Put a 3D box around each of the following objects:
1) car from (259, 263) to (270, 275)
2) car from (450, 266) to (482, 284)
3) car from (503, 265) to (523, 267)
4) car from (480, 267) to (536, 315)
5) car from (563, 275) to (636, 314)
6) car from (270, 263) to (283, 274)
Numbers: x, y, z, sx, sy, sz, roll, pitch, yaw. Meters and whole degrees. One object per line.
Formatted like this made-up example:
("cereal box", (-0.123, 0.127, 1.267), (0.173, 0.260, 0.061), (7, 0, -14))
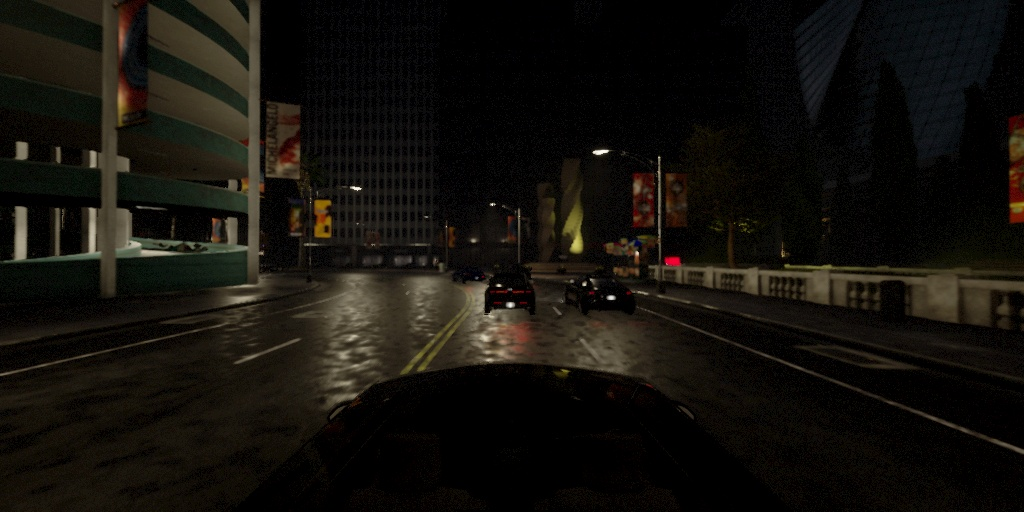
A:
("car", (-34.638, 1.688, 46.565), (4.892, 1.490, 1.837), (-1, -1, 11))
("car", (-3.669, 1.539, 29.860), (1.812, 1.442, 4.674), (0, 0, -24))
("car", (-0.045, 1.523, 30.290), (1.837, 1.490, 4.892), (0, 0, -23))
("car", (-0.144, 1.373, 14.259), (1.837, 1.490, 4.892), (0, 0, -2))
("car", (3.340, 1.432, 14.387), (1.994, 1.385, 4.181), (0, 0, -2))
("car", (-34.462, 1.706, 50.081), (4.902, 1.511, 2.128), (0, -1, 11))
